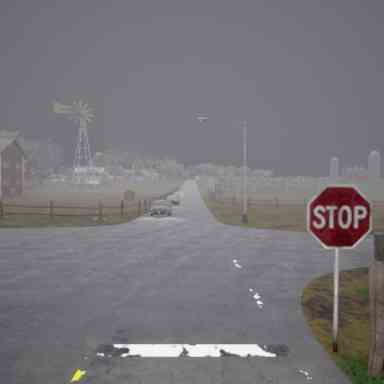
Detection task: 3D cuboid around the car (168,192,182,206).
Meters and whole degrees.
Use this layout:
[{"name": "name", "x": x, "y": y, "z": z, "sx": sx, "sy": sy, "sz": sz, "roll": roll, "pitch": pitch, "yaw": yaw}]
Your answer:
[{"name": "car", "x": -2.751, "y": 1.149, "z": 46.881, "sx": 1.882, "sy": 1.535, "sz": 5.008, "roll": 0, "pitch": 1, "yaw": 0}]

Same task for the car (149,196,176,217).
[{"name": "car", "x": -2.788, "y": 1.438, "z": 30.979, "sx": 1.837, "sy": 1.490, "sz": 4.892, "roll": 0, "pitch": 1, "yaw": 0}]

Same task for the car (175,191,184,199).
[{"name": "car", "x": -2.616, "y": 0.501, "z": 65.399, "sx": 1.882, "sy": 1.535, "sz": 5.008, "roll": 0, "pitch": 1, "yaw": 0}]
